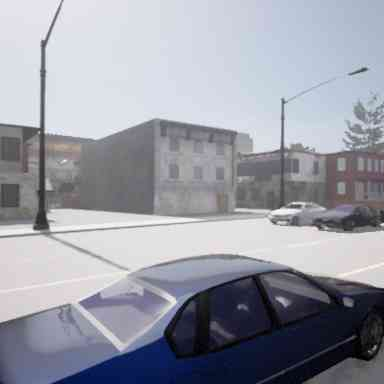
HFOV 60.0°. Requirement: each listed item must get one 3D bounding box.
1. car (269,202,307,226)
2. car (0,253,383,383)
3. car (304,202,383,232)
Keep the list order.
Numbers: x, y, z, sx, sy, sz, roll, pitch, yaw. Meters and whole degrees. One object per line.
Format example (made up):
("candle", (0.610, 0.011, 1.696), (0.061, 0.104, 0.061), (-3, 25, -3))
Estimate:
("car", (7.115, 1.381, 21.961), (4.674, 1.442, 1.812), (0, 0, -35))
("car", (0.478, 1.526, 4.099), (5.357, 1.411, 2.033), (-1, 0, -35))
("car", (9.121, 1.403, 19.094), (5.357, 1.411, 2.033), (0, 0, -35))
